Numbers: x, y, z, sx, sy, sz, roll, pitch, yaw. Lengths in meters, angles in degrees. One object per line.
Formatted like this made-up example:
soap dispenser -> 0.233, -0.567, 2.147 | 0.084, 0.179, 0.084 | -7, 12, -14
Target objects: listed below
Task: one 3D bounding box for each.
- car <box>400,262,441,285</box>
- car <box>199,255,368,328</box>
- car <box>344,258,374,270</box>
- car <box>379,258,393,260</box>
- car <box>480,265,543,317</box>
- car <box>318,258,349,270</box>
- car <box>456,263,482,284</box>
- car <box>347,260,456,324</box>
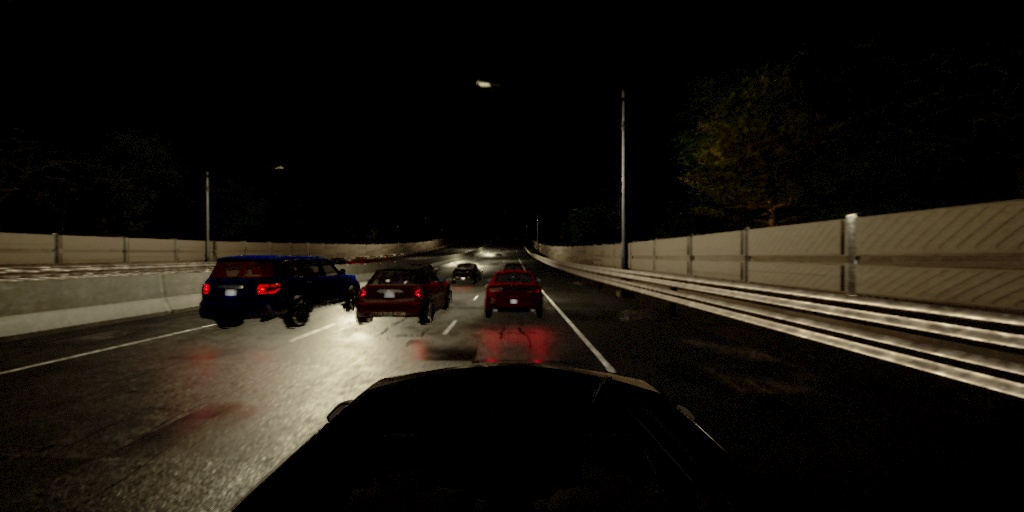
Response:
car -> -6.925, 1.297, 27.653 | 1.837, 1.490, 4.892 | 0, 0, 0
car -> -6.932, 0.996, 11.550 | 2.150, 2.045, 5.566 | 0, 0, 0
car -> -21.068, 1.035, 49.596 | 1.882, 1.535, 5.008 | 0, 1, 0
car -> -17.572, 1.034, 49.626 | 1.882, 1.535, 5.008 | 0, 1, 0
car -> 0.078, 1.254, 13.281 | 1.882, 1.535, 5.008 | 0, -1, 0
car -> -24.567, 1.062, 49.606 | 1.837, 1.490, 4.892 | 0, 1, 0
car -> -3.425, 1.297, 27.623 | 1.837, 1.490, 4.892 | 0, 0, 0
car -> -3.428, 1.125, 12.207 | 2.097, 1.767, 4.553 | 0, 0, 0
